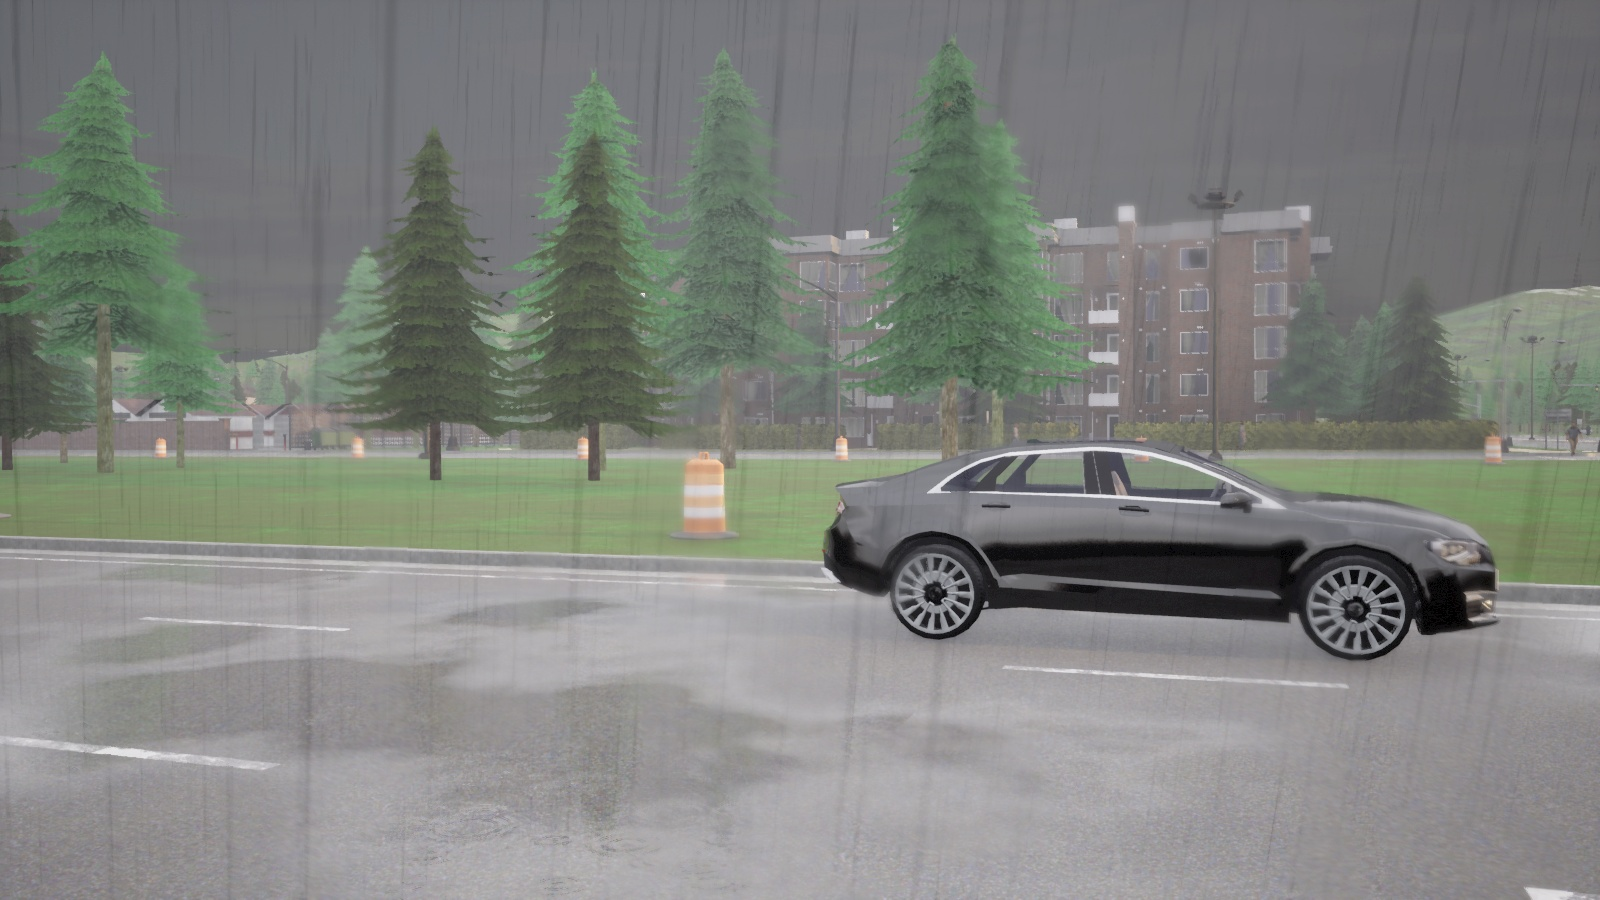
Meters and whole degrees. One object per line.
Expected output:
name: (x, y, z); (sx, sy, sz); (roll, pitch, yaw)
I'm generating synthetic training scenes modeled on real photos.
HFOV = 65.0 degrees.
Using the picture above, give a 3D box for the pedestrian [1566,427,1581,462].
pedestrian: (40.524, -0.285, 65.797); (0.540, 1.848, 0.694); (1, 1, 22)

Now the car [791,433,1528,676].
car: (2.596, 0.637, 9.704); (4.902, 1.511, 2.128); (1, 1, 19)

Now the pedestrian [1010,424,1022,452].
pedestrian: (14.143, -0.809, 82.261); (0.706, 1.836, 0.354); (1, 1, 19)

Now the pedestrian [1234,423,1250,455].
pedestrian: (27.399, -0.688, 77.858); (0.873, 1.952, 0.659); (1, 1, 19)
